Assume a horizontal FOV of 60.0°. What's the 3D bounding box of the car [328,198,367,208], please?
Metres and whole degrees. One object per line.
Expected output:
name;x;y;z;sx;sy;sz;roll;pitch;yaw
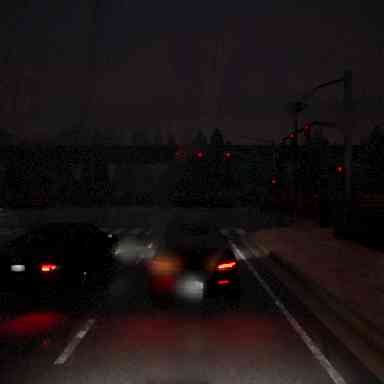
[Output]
car;21.836;1.526;46.860;4.674;1.442;1.812;0;0;0

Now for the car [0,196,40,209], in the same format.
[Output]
car;-22.777;1.564;43.564;4.181;1.385;1.994;0;0;0

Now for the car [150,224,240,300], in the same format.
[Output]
car;0.064;1.526;8.251;1.812;1.442;4.674;0;0;0

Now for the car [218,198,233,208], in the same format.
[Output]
car;3.684;1.564;46.939;4.181;1.385;1.994;0;0;0

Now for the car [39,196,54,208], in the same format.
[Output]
car;-22.143;1.351;47.062;4.553;1.767;2.097;0;0;0

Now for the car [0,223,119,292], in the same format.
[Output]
car;-3.429;1.547;9.069;2.033;1.411;5.357;0;0;0

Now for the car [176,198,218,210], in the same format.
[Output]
car;0.461;1.477;43.455;5.008;1.535;1.882;0;0;0

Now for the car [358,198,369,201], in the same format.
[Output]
car;20.653;1.491;43.364;4.902;1.511;2.128;0;0;0
